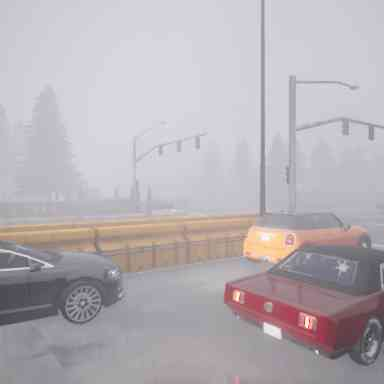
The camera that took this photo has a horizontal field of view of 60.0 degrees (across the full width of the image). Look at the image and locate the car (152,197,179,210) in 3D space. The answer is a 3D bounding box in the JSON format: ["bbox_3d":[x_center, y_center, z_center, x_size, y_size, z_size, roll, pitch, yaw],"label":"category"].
[{"bbox_3d":[-4.040,1.588,43.648,1.994,1.385,4.181,0,0,-36],"label":"car"}]

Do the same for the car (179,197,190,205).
[{"bbox_3d":[-2.465,1.583,59.752,2.033,1.411,5.357,0,0,-35],"label":"car"}]

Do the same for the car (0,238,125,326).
[{"bbox_3d":[-3.559,1.492,5.499,4.902,1.511,2.128,0,0,-36],"label":"car"}]

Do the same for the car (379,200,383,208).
[{"bbox_3d":[26.717,1.599,44.596,5.357,1.411,2.033,0,0,-36],"label":"car"}]

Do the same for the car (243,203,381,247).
[{"bbox_3d":[3.854,1.362,10.805,4.553,1.767,2.097,0,0,-36],"label":"car"}]

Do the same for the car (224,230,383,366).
[{"bbox_3d":[2.905,1.607,5.824,4.718,1.301,1.895,0,0,-36],"label":"car"}]
